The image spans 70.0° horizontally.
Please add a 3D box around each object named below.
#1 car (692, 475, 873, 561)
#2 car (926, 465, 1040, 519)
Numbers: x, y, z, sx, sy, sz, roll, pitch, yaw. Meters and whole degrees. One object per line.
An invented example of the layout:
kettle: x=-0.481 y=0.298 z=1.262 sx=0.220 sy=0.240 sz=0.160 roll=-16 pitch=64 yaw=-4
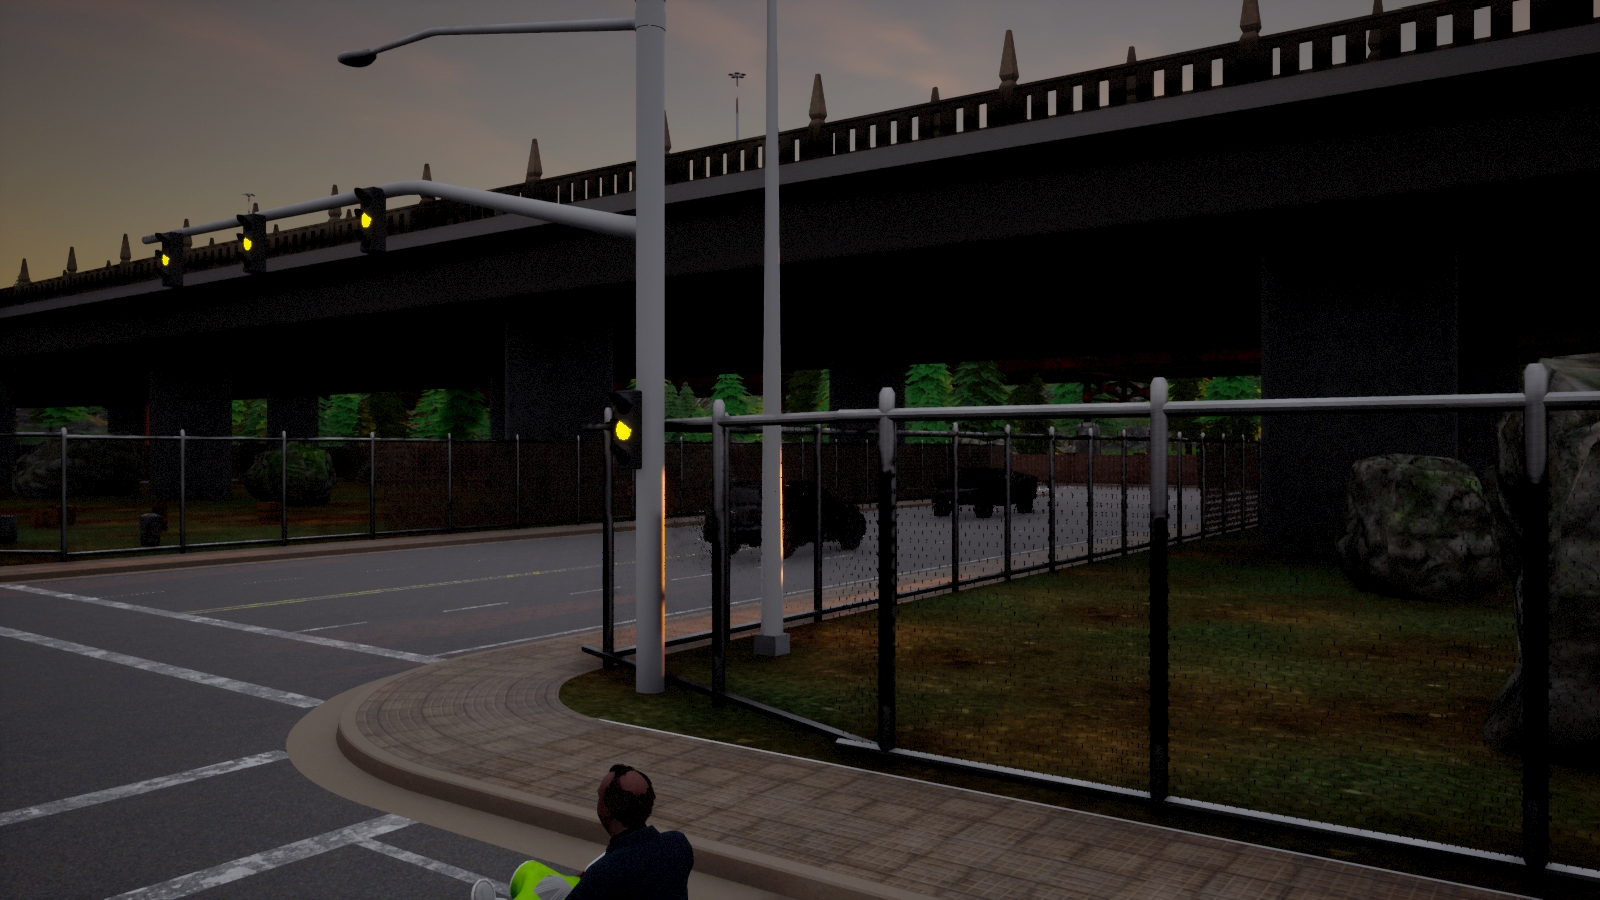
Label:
car: x=-0.360 y=1.779 z=31.653 sx=2.150 sy=2.045 sz=5.566 roll=0 pitch=0 yaw=35
car: x=8.049 y=1.753 z=49.626 sx=2.390 sy=2.098 sz=6.274 roll=0 pitch=0 yaw=35
